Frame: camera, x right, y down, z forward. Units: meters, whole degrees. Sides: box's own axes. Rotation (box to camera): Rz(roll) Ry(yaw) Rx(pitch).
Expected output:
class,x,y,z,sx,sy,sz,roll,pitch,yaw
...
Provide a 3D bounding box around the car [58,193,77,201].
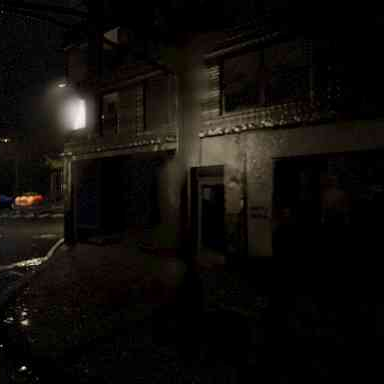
class,x,y,z,sx,sy,sz,roll,pitch,yaw
car,-23.524,0.877,63.064,2.033,1.411,5.357,0,0,-7

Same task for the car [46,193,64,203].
class,x,y,z,sx,sy,sz,roll,pitch,yaw
car,-22.141,0.890,52.550,1.882,1.535,5.008,0,1,-7

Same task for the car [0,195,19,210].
class,x,y,z,sx,sy,sz,roll,pitch,yaw
car,-19.654,1.098,33.523,1.882,1.535,5.008,0,1,-7

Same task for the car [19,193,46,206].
class,x,y,z,sx,sy,sz,roll,pitch,yaw
car,-20.859,0.863,42.661,2.097,1.767,4.553,0,1,-7
